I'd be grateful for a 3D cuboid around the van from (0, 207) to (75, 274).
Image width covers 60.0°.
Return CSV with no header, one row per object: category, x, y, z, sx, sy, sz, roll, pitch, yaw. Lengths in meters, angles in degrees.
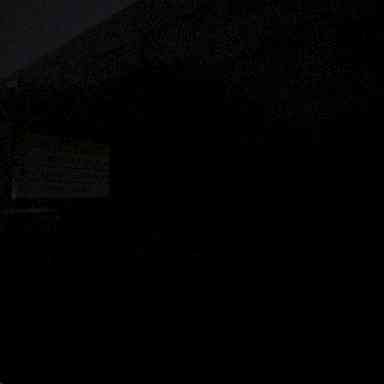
van,-5.511,1.468,9.465,1.878,1.987,4.442,-3,-2,36
